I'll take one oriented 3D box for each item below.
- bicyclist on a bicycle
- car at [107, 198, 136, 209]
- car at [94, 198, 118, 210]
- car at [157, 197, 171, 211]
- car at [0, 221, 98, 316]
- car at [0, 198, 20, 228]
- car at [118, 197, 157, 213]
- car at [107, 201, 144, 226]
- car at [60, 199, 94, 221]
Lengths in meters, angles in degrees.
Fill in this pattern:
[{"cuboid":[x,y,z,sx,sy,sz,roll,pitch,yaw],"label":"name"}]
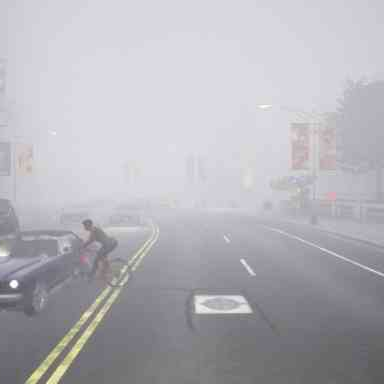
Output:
[{"cuboid":[-2.236,1.455,7.731,1.656,1.620,0.582,-2,0,-1],"label":"bicyclist on a bicycle"},{"cuboid":[-9.977,1.564,46.630,4.181,1.385,1.994,0,0,45],"label":"car"},{"cuboid":[-12.241,1.505,44.094,4.892,1.490,1.837,0,0,44],"label":"car"},{"cuboid":[-4.339,1.352,39.662,2.097,1.767,4.553,0,0,-32],"label":"car"},{"cuboid":[-3.691,1.601,7.611,1.895,1.301,4.718,0,0,-1],"label":"car"},{"cuboid":[-7.197,1.217,9.750,2.150,2.045,5.566,0,1,-1],"label":"car"},{"cuboid":[-6.016,1.352,36.064,2.097,1.767,4.553,0,0,-31],"label":"car"},{"cuboid":[-4.622,1.565,23.133,1.994,1.385,4.181,0,0,-11],"label":"car"},{"cuboid":[-8.384,1.478,24.325,1.882,1.535,5.008,0,0,-16],"label":"car"}]
